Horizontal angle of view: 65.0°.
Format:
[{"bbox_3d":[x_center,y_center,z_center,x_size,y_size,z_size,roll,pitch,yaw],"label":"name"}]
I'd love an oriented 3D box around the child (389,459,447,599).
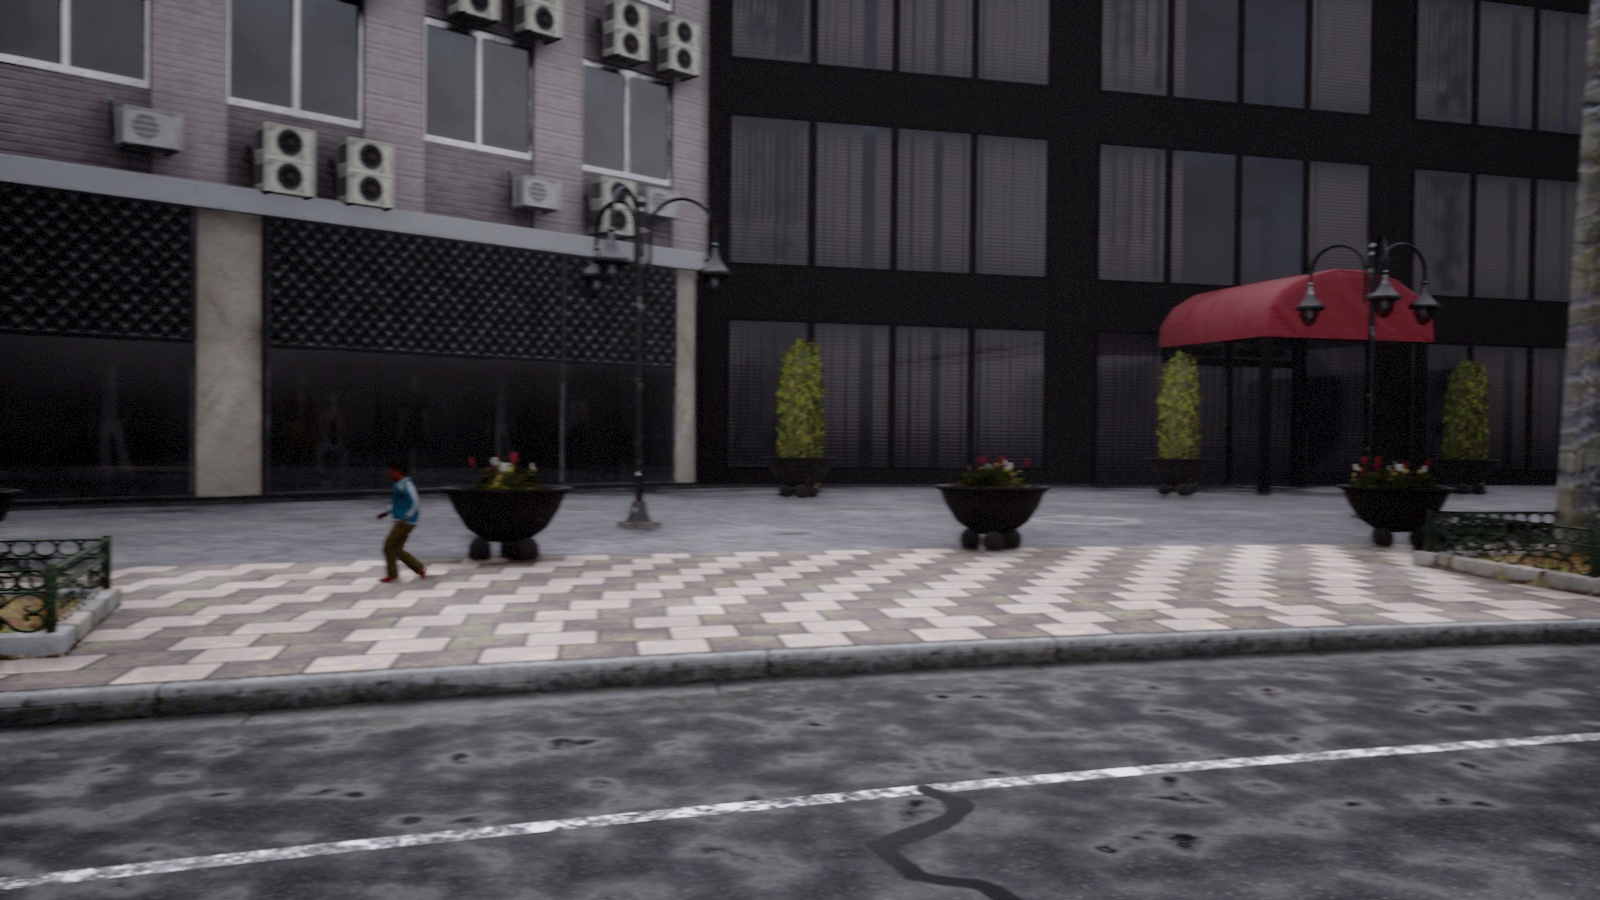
[{"bbox_3d":[-3.371,0.682,11.070,0.448,1.192,0.343,-1,1,-20],"label":"child"}]
